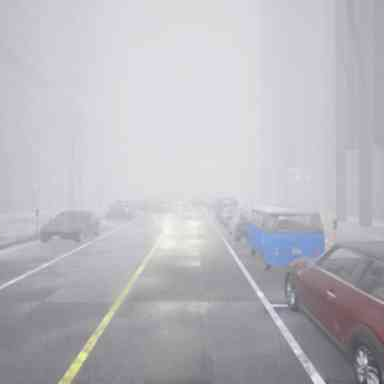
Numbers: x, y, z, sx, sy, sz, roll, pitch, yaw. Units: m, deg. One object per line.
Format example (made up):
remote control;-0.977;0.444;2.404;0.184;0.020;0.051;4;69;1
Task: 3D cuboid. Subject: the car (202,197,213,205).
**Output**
car;2.776;1.560;61.359;1.887;1.381;4.507;0;0;0

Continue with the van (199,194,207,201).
van;2.780;1.367;83.906;1.690;1.788;3.998;0;0;0

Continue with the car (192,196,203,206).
car;0.910;1.519;57.157;1.837;1.490;4.892;0;0;0

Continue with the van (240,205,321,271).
van;2.768;1.341;10.629;1.690;1.788;3.998;0;0;0

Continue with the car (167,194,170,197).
car;-5.749;1.456;61.351;1.967;1.590;4.097;0;0;0

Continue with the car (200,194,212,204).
car;2.777;1.333;66.996;2.192;1.841;5.009;0;0;0

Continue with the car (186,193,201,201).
car;0.661;1.368;63.036;2.097;1.767;4.553;0;0;-5

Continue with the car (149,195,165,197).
car;-5.751;1.326;50.078;2.192;1.841;5.009;0;0;0

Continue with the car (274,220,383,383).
car;2.767;1.440;4.993;1.967;1.590;4.097;0;0;0

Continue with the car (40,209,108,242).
car;-5.757;1.566;16.261;1.947;1.339;4.313;0;0;0

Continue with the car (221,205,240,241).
car;2.768;1.550;16.266;2.008;1.369;4.403;0;0;0

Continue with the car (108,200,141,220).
car;-5.755;1.442;27.533;1.967;1.590;4.097;0;0;0

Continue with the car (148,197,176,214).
car;-3.093;1.553;35.450;2.033;1.411;5.357;0;0;0

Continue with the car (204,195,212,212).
car;2.772;1.446;38.812;1.967;1.590;4.097;0;0;0

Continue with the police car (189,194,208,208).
police car;0.908;1.435;47.267;1.930;1.638;5.238;0;0;0

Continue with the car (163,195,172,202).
car;-5.747;1.549;78.089;1.752;1.417;4.829;0;0;0

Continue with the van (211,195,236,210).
van;2.770;1.343;27.539;1.690;1.788;3.998;0;0;0

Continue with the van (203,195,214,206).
van;2.775;1.354;55.722;1.690;1.788;3.998;0;0;0

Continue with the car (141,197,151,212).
car;-5.753;1.573;38.805;1.947;1.339;4.313;0;0;0

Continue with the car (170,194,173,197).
car;-5.748;1.572;72.623;2.008;1.369;4.403;0;0;0

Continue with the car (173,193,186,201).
car;-2.987;1.416;76.983;2.033;1.411;5.357;0;0;0

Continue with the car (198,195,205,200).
car;2.781;1.597;95.179;1.947;1.339;4.313;0;0;0

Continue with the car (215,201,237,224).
car;2.769;1.526;22.072;1.752;1.417;4.829;0;0;0

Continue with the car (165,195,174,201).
car;-5.745;1.466;83.896;1.967;1.590;4.097;0;0;0

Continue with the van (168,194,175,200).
van;-5.743;1.373;95.169;1.690;1.788;3.998;0;0;0
